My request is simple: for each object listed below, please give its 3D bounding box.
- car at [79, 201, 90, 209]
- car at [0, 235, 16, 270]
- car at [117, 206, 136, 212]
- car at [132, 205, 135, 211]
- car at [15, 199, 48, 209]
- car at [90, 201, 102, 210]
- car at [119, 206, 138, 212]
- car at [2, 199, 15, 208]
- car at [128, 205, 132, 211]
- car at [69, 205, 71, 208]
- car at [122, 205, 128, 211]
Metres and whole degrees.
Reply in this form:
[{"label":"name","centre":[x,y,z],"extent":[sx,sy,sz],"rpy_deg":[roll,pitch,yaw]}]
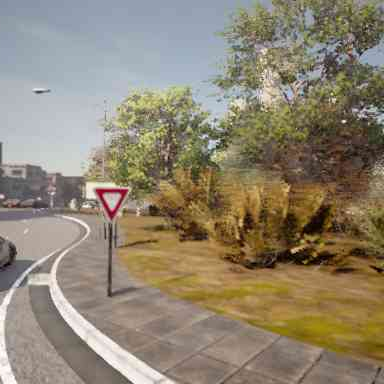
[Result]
[{"label":"car","centre":[-22.642,3.131,73.927],"extent":[2.150,2.045,5.566],"rpy_deg":[1,-4,-1]},{"label":"car","centre":[-6.464,1.762,9.599],"extent":[1.812,1.442,4.674],"rpy_deg":[1,-1,-19]},{"label":"car","centre":[-17.315,4.492,87.944],"extent":[4.674,1.452,2.002],"rpy_deg":[1,-4,-1]},{"label":"car","centre":[-17.265,3.988,82.449],"extent":[4.553,1.767,2.185],"rpy_deg":[1,-4,-1]},{"label":"car","centre":[-21.719,1.642,45.871],"extent":[2.033,1.411,5.357],"rpy_deg":[0,-3,-4]},{"label":"car","centre":[-17.001,3.011,65.958],"extent":[4.892,1.521,2.231],"rpy_deg":[1,-4,-1]},{"label":"car","centre":[-17.387,4.647,90.697],"extent":[4.792,1.488,2.163],"rpy_deg":[1,-3,-1]},{"label":"car","centre":[-24.815,1.667,46.825],"extent":[1.895,1.301,4.718],"rpy_deg":[3,-2,-10]},{"label":"car","centre":[-17.341,3.751,76.948],"extent":[5.366,1.575,1.946],"rpy_deg":[1,-4,-1]},{"label":"car","centre":[-25.897,3.364,73.835],"extent":[2.128,1.511,4.902],"rpy_deg":[1,-4,-1]},{"label":"car","centre":[-17.069,3.390,71.453],"extent":[4.892,1.521,2.231],"rpy_deg":[1,-4,-1]}]
